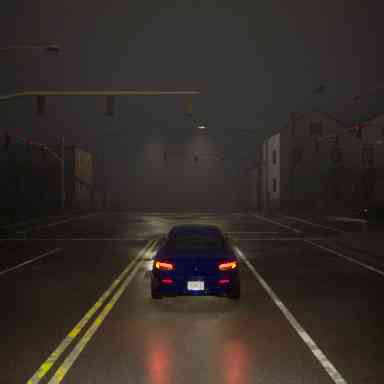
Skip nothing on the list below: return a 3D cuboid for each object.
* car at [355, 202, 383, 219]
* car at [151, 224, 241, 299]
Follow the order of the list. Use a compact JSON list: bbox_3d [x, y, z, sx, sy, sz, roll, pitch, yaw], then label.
[{"bbox_3d":[16.305,1.526,28.033,4.674,1.442,1.812,0,0,-1],"label":"car"},{"bbox_3d":[0.086,1.526,8.304,1.812,1.442,4.674,0,0,0],"label":"car"}]
